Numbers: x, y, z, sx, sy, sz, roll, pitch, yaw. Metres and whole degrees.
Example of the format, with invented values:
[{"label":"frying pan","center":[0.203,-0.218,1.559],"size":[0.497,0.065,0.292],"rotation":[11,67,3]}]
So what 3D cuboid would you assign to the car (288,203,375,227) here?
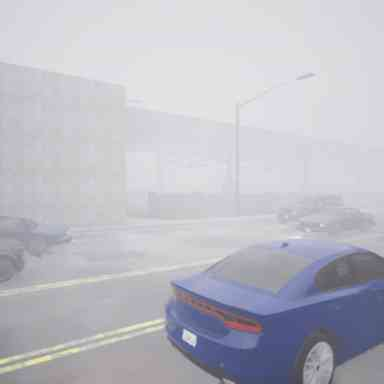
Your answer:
[{"label":"car","center":[7.993,1.534,18.289],"size":[5.357,1.411,2.033],"rotation":[0,0,-35]}]

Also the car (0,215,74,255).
[{"label":"car","center":[-7.105,1.547,11.820],"size":[5.357,1.411,2.033],"rotation":[0,0,-35]}]

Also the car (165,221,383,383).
[{"label":"car","center":[1.989,1.474,5.164],"size":[5.008,1.535,1.882],"rotation":[0,0,-35]}]

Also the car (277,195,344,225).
[{"label":"car","center":[8.291,1.206,22.799],"size":[5.566,2.045,2.150],"rotation":[0,0,-35]}]

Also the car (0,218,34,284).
[{"label":"car","center":[-6.358,1.565,8.055],"size":[4.181,1.385,1.994],"rotation":[0,0,-35]}]
